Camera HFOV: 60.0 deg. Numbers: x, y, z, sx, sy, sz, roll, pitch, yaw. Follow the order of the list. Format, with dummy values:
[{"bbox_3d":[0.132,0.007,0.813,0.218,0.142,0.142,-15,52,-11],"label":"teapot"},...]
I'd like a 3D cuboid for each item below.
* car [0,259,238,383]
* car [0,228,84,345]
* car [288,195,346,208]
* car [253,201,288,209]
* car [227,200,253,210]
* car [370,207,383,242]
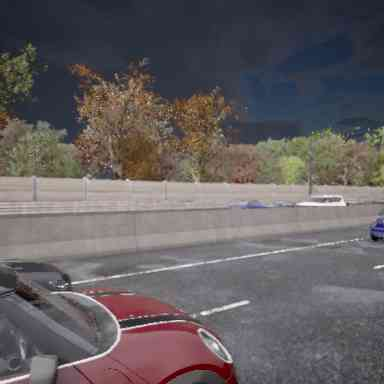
[{"bbox_3d":[-1.783,1.352,2.471,4.553,1.767,2.097,0,0,-36],"label":"car"},{"bbox_3d":[-4.351,1.502,4.937,4.892,1.490,1.837,1,0,-36],"label":"car"},{"bbox_3d":[11.362,1.298,29.369,5.566,2.045,2.150,0,0,-36],"label":"car"},{"bbox_3d":[8.336,1.675,31.516,4.718,1.301,1.895,0,0,-36],"label":"car"},{"bbox_3d":[5.621,1.598,33.874,4.674,1.442,1.812,0,0,-36],"label":"car"},{"bbox_3d":[10.287,1.402,15.440,4.553,1.767,2.097,0,0,-36],"label":"car"}]
